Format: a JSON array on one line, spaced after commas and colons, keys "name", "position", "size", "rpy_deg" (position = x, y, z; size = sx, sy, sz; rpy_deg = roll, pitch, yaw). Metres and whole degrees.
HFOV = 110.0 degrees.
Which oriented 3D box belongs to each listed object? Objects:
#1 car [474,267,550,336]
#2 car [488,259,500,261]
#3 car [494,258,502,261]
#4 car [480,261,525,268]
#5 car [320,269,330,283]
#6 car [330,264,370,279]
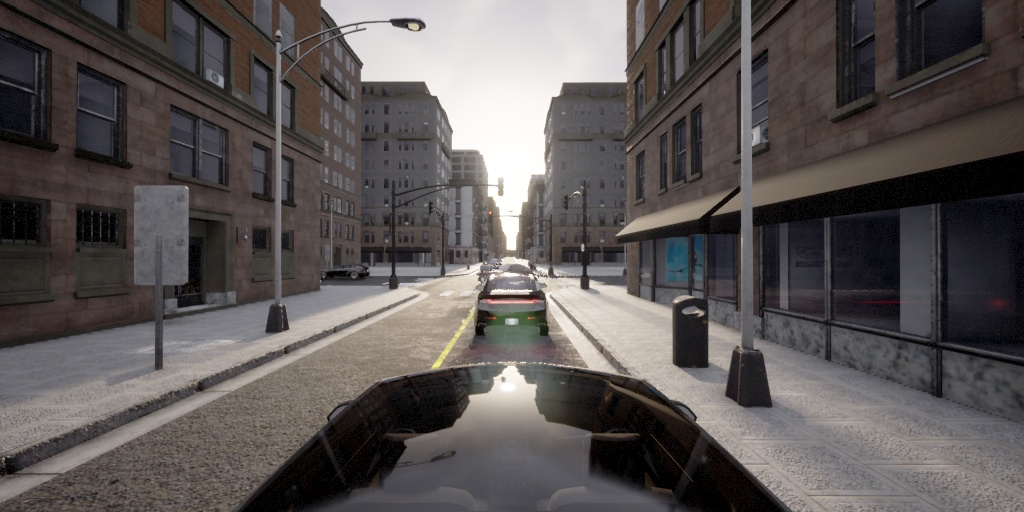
[{"name": "car", "position": [-0.001, 1.241, 10.388], "size": [2.128, 1.511, 4.902], "rpy_deg": [0, 0, 0]}, {"name": "car", "position": [-2.853, 1.325, 43.688], "size": [1.895, 1.301, 4.718], "rpy_deg": [0, 0, 0]}, {"name": "car", "position": [-2.847, 1.187, 54.033], "size": [1.882, 1.535, 5.008], "rpy_deg": [0, 0, 0]}, {"name": "car", "position": [-0.347, 1.269, 25.210], "size": [1.812, 1.442, 4.674], "rpy_deg": [-1, -1, 42]}, {"name": "car", "position": [-14.773, 1.288, 23.532], "size": [4.313, 1.339, 1.948], "rpy_deg": [0, 0, 0]}, {"name": "car", "position": [-14.768, 1.329, 31.558], "size": [4.313, 1.339, 1.948], "rpy_deg": [0, 0, 0]}]
